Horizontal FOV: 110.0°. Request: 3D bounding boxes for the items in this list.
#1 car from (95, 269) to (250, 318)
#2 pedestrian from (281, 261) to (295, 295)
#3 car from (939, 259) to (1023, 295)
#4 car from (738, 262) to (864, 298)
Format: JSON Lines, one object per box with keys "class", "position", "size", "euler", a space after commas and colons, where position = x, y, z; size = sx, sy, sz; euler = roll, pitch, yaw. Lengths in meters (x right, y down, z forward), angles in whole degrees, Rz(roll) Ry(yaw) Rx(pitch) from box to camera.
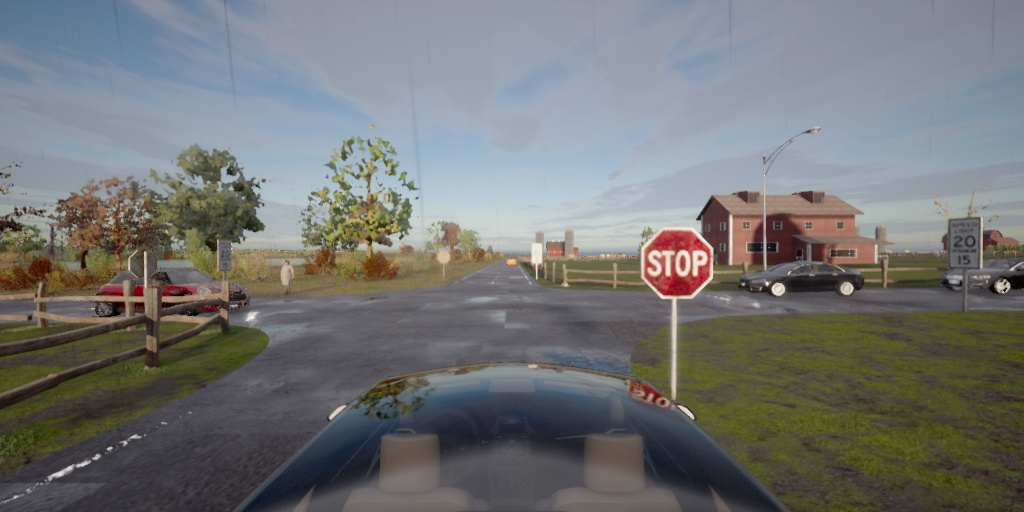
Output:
{"class": "car", "position": [-12.366, 1.258, 13.253], "size": [4.553, 1.767, 2.097], "euler": [-1, 1, 5]}
{"class": "pedestrian", "position": [-12.181, 1.150, 19.444], "size": [0.375, 1.860, 0.375], "euler": [0, 1, 0]}
{"class": "car", "position": [22.438, 0.873, 16.192], "size": [4.902, 1.511, 2.128], "euler": [-1, 1, 0]}
{"class": "car", "position": [12.983, 1.024, 16.295], "size": [4.892, 1.490, 1.837], "euler": [-1, 1, 2]}
